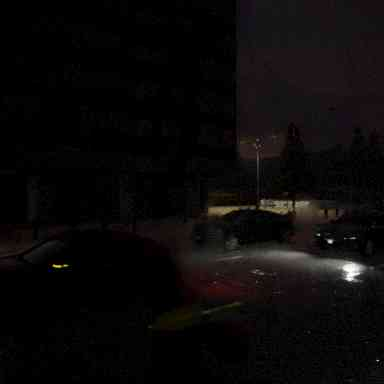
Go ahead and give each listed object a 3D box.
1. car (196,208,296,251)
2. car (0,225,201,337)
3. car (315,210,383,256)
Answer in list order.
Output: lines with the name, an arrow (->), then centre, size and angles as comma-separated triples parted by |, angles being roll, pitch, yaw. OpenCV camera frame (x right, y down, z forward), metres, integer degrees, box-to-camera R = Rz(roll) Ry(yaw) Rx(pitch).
car -> 2.283, 1.471, 14.153 | 5.008, 1.535, 1.882 | 0, 0, -35
car -> -2.280, 1.524, 6.648 | 4.674, 1.442, 1.812 | 0, 0, -36
car -> 6.859, 1.497, 13.156 | 4.892, 1.490, 1.837 | 0, 0, -35
